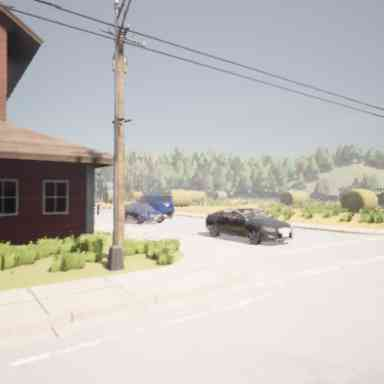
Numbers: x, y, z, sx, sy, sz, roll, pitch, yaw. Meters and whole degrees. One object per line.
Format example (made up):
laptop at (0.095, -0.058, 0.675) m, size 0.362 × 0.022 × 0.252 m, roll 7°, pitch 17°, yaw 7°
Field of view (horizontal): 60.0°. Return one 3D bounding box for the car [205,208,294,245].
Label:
car at (2.575, 1.521, 15.852) m, size 2.128 × 1.511 × 4.902 m, roll 0°, pitch 0°, yaw -33°

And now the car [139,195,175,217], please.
car at (-3.745, 1.266, 30.920) m, size 2.150 × 2.045 × 5.566 m, roll 0°, pitch 0°, yaw -36°

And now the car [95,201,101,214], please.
car at (-11.186, 1.376, 34.811) m, size 2.097 × 1.767 × 4.553 m, roll 0°, pitch 0°, yaw -36°

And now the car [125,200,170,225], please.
car at (-3.839, 1.553, 24.812) m, size 1.812 × 1.442 × 4.674 m, roll 0°, pitch 0°, yaw -36°
